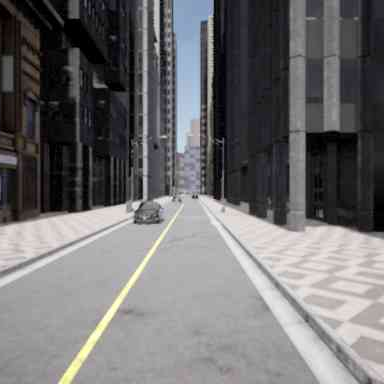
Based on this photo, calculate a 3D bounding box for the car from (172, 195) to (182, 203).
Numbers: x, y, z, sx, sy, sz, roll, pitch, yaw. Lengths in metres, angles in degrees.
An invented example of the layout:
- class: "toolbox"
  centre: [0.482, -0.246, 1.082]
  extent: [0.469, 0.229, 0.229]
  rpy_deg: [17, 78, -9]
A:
- class: "car"
  centre: [-3.002, 1.398, 66.171]
  extent: [1.812, 1.442, 4.674]
  rpy_deg: [0, 0, 0]

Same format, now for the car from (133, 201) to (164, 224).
- class: "car"
  centre: [-3.095, 1.457, 24.268]
  extent: [1.837, 1.490, 4.892]
  rpy_deg: [0, 0, 0]

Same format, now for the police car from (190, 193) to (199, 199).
- class: "police car"
  centre: [0.905, 1.261, 95.269]
  extent: [1.930, 1.638, 5.238]
  rpy_deg: [0, 0, 0]
